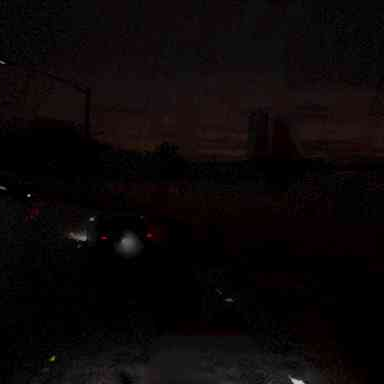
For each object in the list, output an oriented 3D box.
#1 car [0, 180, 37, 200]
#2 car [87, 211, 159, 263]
[{"bbox_3d":[-14.703,-0.239,27.555,4.892,1.490,1.837,8,5,37],"label":"car"},{"bbox_3d":[-2.487,1.330,11.338,1.994,1.385,4.181,-1,3,-19],"label":"car"}]
